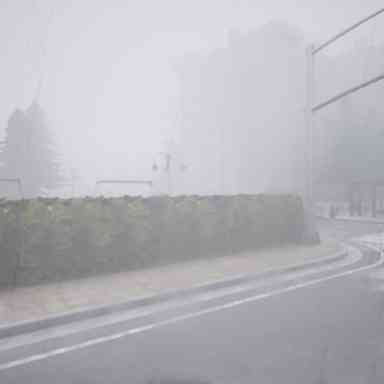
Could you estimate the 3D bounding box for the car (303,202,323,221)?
[{"bbox_3d":[7.183,1.363,24.700,1.882,1.535,5.008,0,0,-37],"label":"car"}]
